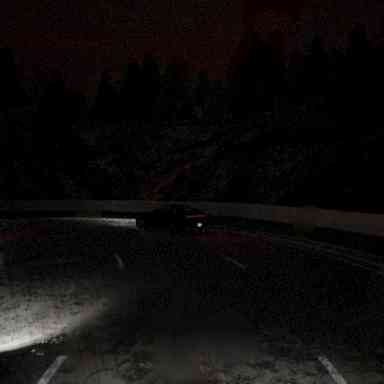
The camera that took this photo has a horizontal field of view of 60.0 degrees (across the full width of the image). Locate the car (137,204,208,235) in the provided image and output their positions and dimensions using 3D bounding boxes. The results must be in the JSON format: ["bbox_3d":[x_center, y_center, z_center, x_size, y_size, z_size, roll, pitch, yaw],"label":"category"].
[{"bbox_3d":[-1.237,1.428,18.518,2.128,1.511,4.902,0,0,-42],"label":"car"}]
